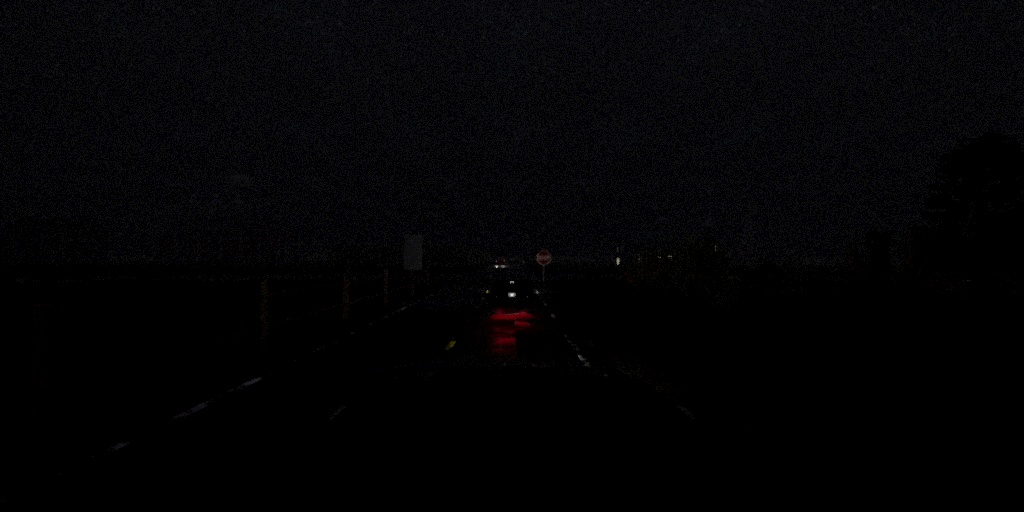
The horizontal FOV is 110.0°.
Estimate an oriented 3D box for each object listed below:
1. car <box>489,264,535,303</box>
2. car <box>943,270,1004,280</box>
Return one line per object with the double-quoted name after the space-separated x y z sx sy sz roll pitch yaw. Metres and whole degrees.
0.000 1.275 16.501 1.837 1.490 4.892 0 0 0 "car"
50.047 1.778 38.943 5.008 1.535 1.882 1 0 1 "car"
